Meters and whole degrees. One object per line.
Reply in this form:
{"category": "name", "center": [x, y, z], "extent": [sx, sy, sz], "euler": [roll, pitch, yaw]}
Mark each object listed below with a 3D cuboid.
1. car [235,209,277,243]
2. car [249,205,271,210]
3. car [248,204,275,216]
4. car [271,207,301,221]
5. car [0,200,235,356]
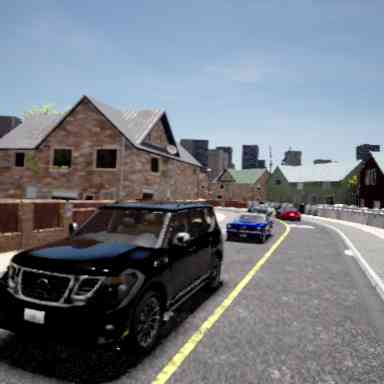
{"category": "car", "center": [3.197, 1.821, 17.940], "extent": [1.895, 1.301, 4.718], "euler": [3, 0, 20]}
{"category": "car", "center": [7.382, 2.162, 37.184], "extent": [1.994, 1.385, 4.181], "euler": [3, -1, 1]}
{"category": "car", "center": [9.427, 2.393, 45.630], "extent": [1.895, 1.301, 4.718], "euler": [3, -1, -11]}
{"category": "car", "center": [10.103, 2.268, 35.211], "extent": [1.994, 1.385, 4.181], "euler": [3, -1, 2]}
{"category": "car", "center": [-0.937, 1.203, 6.606], "extent": [2.150, 2.045, 5.566], "euler": [3, 0, 20]}
